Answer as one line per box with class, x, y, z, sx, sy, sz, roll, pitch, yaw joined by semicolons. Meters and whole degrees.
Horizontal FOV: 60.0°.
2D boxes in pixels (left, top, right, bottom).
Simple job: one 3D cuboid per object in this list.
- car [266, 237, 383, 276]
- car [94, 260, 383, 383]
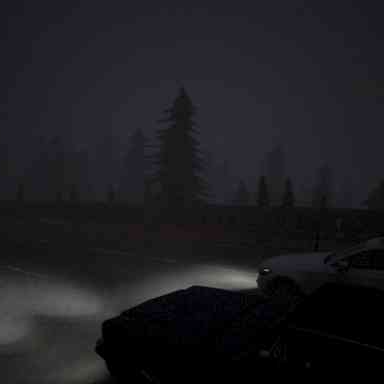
car;3.440;1.529;5.838;4.674;1.442;1.812;0;0;36
car;1.252;1.604;3.100;4.718;1.301;1.895;0;0;36
